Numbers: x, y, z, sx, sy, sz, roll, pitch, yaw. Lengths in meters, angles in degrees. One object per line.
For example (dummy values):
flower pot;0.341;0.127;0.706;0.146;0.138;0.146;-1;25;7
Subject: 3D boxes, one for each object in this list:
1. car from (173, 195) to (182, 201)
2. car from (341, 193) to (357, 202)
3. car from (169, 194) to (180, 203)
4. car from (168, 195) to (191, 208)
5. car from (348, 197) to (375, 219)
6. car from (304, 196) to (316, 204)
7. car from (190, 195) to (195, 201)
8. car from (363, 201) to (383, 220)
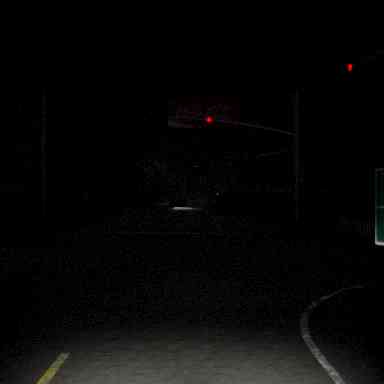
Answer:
car;-3.608;1.539;82.355;2.033;1.411;5.357;0;0;0
car;34.755;1.489;71.902;2.007;1.523;4.514;0;0;0
car;-3.591;1.351;69.464;2.097;1.767;4.553;0;0;0
car;-2.262;1.633;51.322;1.994;1.385;4.181;-1;1;-24
car;14.316;1.504;25.001;3.866;1.878;1.905;0;0;0
car;22.368;1.552;64.085;1.970;1.475;3.806;0;0;0
car;-0.113;1.552;86.348;1.994;1.385;4.181;0;0;0
car;18.631;1.671;30.680;4.611;1.667;2.242;0;0;0
